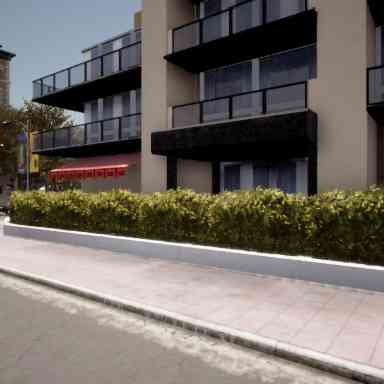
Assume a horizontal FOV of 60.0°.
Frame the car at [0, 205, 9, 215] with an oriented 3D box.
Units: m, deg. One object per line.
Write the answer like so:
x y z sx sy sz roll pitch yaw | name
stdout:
-16.579 1.601 33.310 1.895 1.301 4.718 0 0 36 | car
